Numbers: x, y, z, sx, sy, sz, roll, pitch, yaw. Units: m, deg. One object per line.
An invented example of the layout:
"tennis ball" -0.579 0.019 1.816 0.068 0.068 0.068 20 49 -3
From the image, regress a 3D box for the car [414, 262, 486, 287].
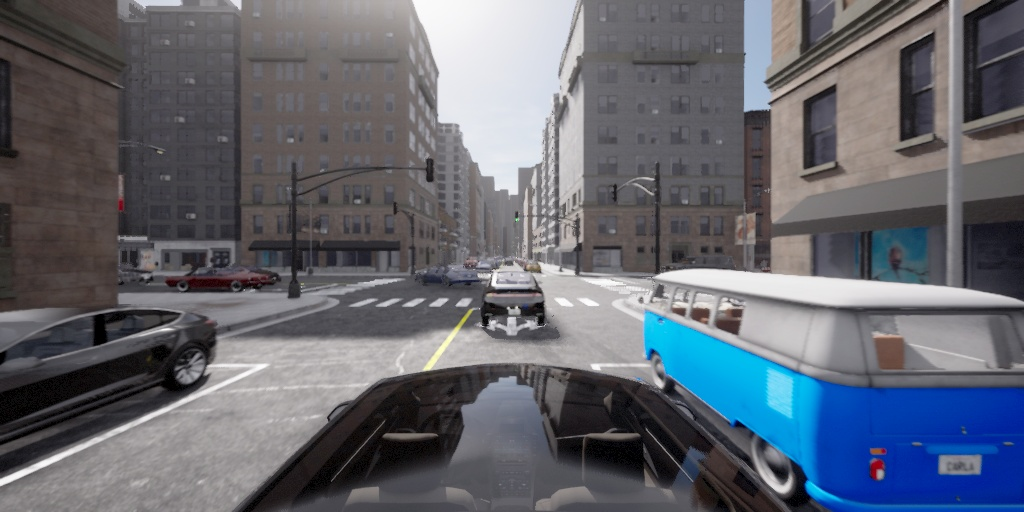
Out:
"car" -4.507 1.296 24.257 5.357 1.411 2.033 0 0 44

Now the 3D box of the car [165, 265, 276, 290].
"car" -16.601 1.342 20.447 4.718 1.301 1.895 0 0 -1

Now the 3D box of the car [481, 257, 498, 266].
"car" -3.409 1.246 53.364 1.837 1.490 4.892 0 0 -1

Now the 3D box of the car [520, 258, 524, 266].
"car" 2.571 1.183 48.849 1.967 1.591 4.097 0 0 -1

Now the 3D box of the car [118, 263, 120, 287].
"car" -26.183 1.260 20.340 5.357 1.411 2.033 0 0 -1

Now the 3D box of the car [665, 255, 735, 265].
"car" 14.176 0.966 27.517 5.566 2.045 2.150 0 0 0

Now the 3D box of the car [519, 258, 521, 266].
"car" 2.495 1.291 54.374 2.007 1.370 4.403 0 0 -1

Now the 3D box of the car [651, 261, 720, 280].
"car" 14.802 1.213 30.774 5.008 1.535 1.882 0 0 -1

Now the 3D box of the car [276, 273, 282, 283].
"car" -17.687 1.293 23.695 4.181 1.385 1.994 0 0 -1

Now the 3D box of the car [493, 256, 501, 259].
"car" -3.493 1.213 63.756 1.882 1.535 5.008 0 0 -1

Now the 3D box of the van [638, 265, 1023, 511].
"van" 2.856 1.091 4.134 1.690 1.789 3.998 0 0 0

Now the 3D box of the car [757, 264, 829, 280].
"car" 24.136 1.331 30.883 4.718 1.301 1.895 0 0 -1

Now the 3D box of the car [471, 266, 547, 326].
"car" -0.010 1.242 11.742 2.128 1.511 4.902 0 0 -2

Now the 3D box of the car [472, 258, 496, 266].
"car" -3.310 1.293 43.666 2.033 1.411 5.357 0 0 -1

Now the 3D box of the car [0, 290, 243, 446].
"car" -5.669 1.316 4.124 1.948 1.339 4.313 0 0 0

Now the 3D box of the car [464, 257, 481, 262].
"car" -6.029 1.056 54.257 2.192 1.841 5.009 0 0 -1

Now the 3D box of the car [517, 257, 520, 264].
"car" 2.343 1.278 65.426 1.888 1.381 4.507 0 0 -1

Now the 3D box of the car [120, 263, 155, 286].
"car" -26.504 1.195 23.587 4.902 1.511 2.128 0 0 -1

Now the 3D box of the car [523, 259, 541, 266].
"car" 2.646 1.271 43.493 1.751 1.417 4.829 0 0 -1
